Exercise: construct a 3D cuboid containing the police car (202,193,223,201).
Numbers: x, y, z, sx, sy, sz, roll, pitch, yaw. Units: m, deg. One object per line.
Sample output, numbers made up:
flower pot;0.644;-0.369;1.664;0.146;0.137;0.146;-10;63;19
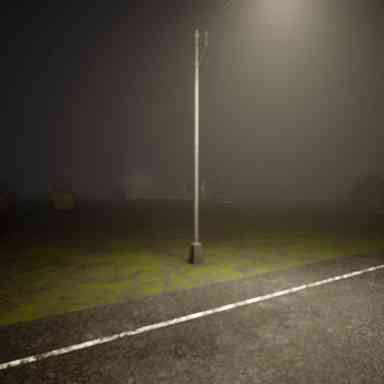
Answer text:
police car;3.854;0.907;60.944;2.038;1.542;4.974;1;0;-32
